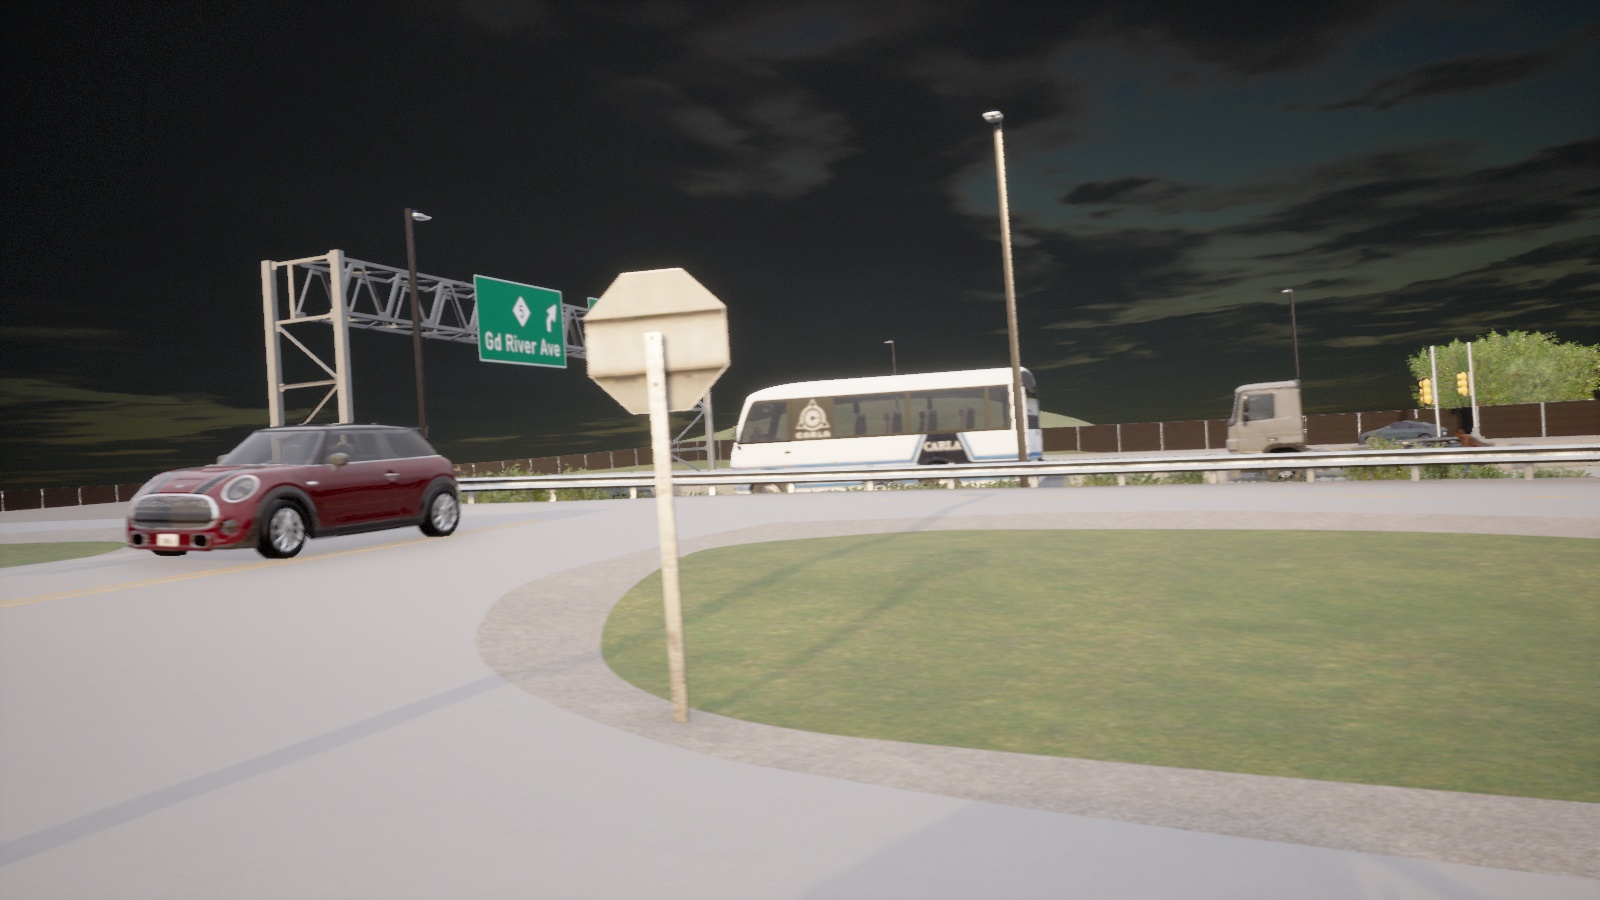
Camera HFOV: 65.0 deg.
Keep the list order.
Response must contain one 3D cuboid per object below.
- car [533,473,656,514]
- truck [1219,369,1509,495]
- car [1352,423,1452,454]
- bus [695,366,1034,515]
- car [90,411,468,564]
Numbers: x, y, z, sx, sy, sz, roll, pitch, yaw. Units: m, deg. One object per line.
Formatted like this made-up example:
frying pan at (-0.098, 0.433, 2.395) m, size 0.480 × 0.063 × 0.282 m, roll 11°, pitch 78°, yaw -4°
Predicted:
car at (-7.960, 1.679, 48.721) m, size 4.181 × 1.385 × 1.994 m, roll -3°, pitch 0°, yaw 20°
truck at (17.519, -0.511, 39.629) m, size 7.936 × 3.462 × 2.891 m, roll -3°, pitch 0°, yaw 20°
car at (30.974, -0.573, 64.679) m, size 1.994 × 1.385 × 4.181 m, roll -3°, pitch 1°, yaw -43°
bus at (2.142, -0.217, 41.386) m, size 10.273 × 4.253 × 3.944 m, roll -3°, pitch 0°, yaw 20°
car at (-6.815, 0.392, 17.040) m, size 2.097 × 1.767 × 4.553 m, roll 0°, pitch 1°, yaw 22°
